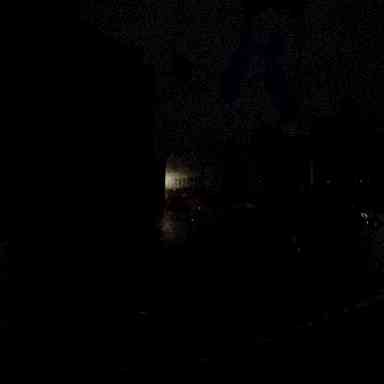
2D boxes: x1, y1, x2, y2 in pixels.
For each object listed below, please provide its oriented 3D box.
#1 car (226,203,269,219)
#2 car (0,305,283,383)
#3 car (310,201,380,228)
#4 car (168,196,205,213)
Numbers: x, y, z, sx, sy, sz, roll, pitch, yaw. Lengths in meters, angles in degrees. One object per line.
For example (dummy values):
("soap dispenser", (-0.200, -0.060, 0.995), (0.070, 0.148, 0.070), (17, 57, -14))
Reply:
("car", (5.199, 1.771, 31.830), (1.812, 1.442, 4.674), (1, -1, -35))
("car", (-1.296, 1.565, 1.878), (4.313, 1.339, 1.947), (1, 0, -36))
("car", (10.883, 1.578, 23.879), (2.097, 1.767, 4.553), (1, -1, -36))
("car", (-0.736, 1.485, 40.187), (2.150, 2.045, 5.566), (1, -1, -35))
